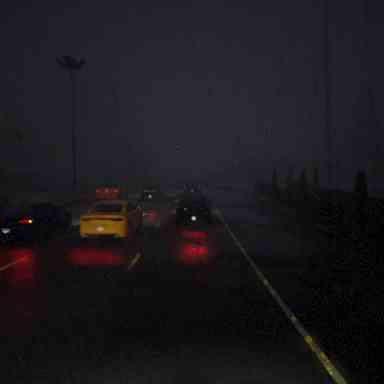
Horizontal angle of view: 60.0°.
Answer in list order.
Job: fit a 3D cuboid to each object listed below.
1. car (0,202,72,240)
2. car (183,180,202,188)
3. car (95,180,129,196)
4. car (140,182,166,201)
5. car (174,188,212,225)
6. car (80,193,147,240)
[{"bbox_3d":[-6.906,1.142,14.676,1.812,1.442,4.674,0,3,0],"label":"car"},{"bbox_3d":[0.016,-0.527,34.440,1.812,1.442,4.674,0,5,0],"label":"car"},{"bbox_3d":[-6.961,-0.226,29.220,2.097,1.767,4.553,0,5,0],"label":"car"},{"bbox_3d":[-3.463,-0.121,29.783,1.837,1.490,4.892,0,5,0],"label":"car"},{"bbox_3d":[0.080,0.853,18.740,1.837,1.490,4.892,0,5,0],"label":"car"},{"bbox_3d":[-3.406,1.086,14.784,1.882,1.535,5.008,0,3,0],"label":"car"}]
